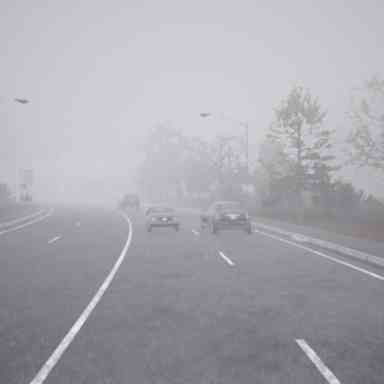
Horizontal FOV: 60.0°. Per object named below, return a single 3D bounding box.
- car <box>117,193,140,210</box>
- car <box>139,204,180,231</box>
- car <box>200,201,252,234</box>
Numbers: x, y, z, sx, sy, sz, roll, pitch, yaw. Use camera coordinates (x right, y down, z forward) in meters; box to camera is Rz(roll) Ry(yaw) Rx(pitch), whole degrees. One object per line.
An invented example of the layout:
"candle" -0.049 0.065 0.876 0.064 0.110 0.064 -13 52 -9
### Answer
"car" -8.038 1.174 41.776 2.150 2.045 5.566 0 0 -21
"car" -1.950 1.520 20.477 2.033 1.411 5.357 0 0 -11
"car" 1.780 1.318 19.038 2.097 1.767 4.553 0 0 -9
